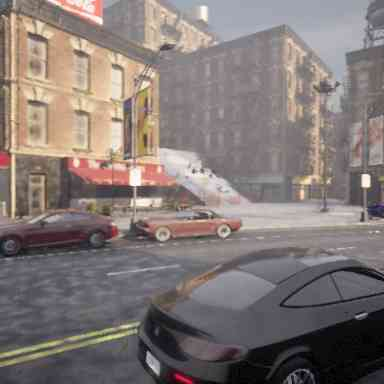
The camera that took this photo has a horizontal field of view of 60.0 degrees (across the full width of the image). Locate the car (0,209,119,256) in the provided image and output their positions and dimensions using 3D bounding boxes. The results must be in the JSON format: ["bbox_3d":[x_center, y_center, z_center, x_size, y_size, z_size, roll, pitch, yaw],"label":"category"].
[{"bbox_3d":[-5.108,1.377,12.498,4.674,1.452,2.002,0,1,-33],"label":"car"}]

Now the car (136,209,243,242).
[{"bbox_3d":[-0.148,1.441,15.370,4.718,1.301,1.895,0,1,-23],"label":"car"}]

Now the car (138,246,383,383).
[{"bbox_3d":[1.602,1.484,4.438,4.674,1.442,1.812,0,1,-31],"label":"car"}]
